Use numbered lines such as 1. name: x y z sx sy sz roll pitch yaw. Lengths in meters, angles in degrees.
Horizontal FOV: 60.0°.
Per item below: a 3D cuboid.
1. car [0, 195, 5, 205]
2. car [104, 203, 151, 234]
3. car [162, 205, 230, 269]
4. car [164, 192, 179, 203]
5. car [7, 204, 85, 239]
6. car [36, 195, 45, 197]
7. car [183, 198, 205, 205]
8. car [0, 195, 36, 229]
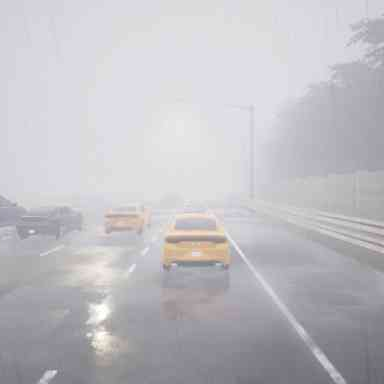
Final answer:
1. car: -27.796 1.143 44.890 2.033 1.411 5.357 0 1 1
2. car: -3.464 1.362 18.605 1.882 1.535 5.008 0 1 0
3. car: 0.115 1.437 11.063 1.882 1.535 5.008 0 0 0
4. car: -3.226 0.778 52.274 2.097 1.767 4.553 0 1 1
5. car: -6.870 1.411 16.682 1.837 1.490 4.892 0 1 0
6. car: -20.800 1.099 44.618 1.994 1.385 4.181 0 1 1
7. car: 0.189 1.267 29.139 1.812 1.442 4.674 0 1 0
8. car: -10.370 1.128 16.645 2.150 2.045 5.566 0 1 0
